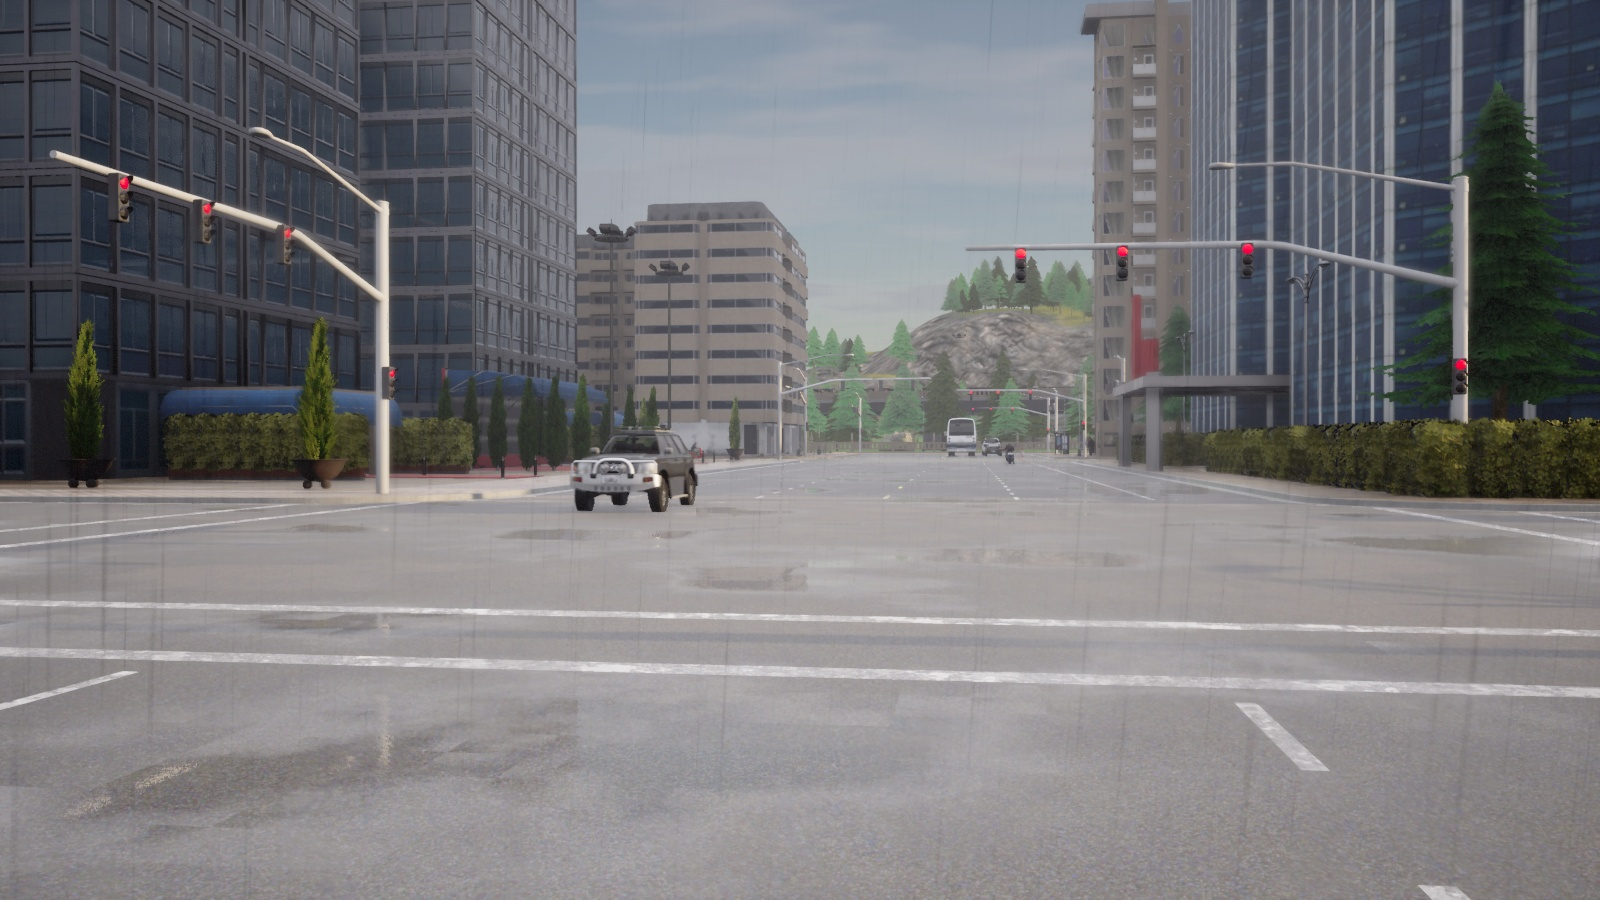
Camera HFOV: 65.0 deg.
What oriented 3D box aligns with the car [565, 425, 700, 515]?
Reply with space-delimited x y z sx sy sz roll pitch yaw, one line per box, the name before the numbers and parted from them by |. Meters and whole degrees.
car | -3.663 0.400 28.307 1.932 1.855 4.605 0 0 7
